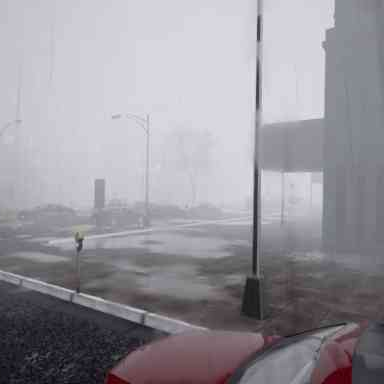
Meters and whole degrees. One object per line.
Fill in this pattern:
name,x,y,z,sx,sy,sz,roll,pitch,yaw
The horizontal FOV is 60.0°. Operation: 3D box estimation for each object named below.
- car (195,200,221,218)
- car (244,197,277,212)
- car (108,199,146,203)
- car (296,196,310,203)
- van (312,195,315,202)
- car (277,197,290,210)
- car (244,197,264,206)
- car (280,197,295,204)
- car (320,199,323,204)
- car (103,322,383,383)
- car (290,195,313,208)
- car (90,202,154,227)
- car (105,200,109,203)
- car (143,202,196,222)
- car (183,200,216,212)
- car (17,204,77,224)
car,1.294,1.775,32.626,1.802,1.307,4.206,1,0,36
car,8.493,1.566,42.520,2.192,1.841,5.009,1,0,36
car,-5.376,1.633,33.533,2.033,1.411,5.357,1,0,36
car,27.812,1.858,83.202,1.752,1.417,4.829,1,0,36
van,31.196,1.702,87.816,1.690,1.788,3.998,1,0,36
car,11.747,1.717,47.017,1.967,1.590,4.097,1,0,36
car,11.406,1.723,60.816,1.752,1.417,4.829,1,0,36
car,21.350,1.845,74.384,1.947,1.339,4.313,1,0,36
car,28.211,1.937,69.569,1.752,1.417,4.829,1,0,36
car,1.132,1.582,2.053,4.206,1.307,1.802,0,1,35
car,18.267,1.770,56.001,1.967,1.590,4.097,1,0,36
car,-5.185,1.693,23.784,2.008,1.369,4.403,1,0,36
car,-8.284,1.477,34.166,1.967,1.590,4.097,1,0,36
car,-1.944,1.733,28.206,1.947,1.339,4.313,1,0,36
car,1.017,1.737,42.239,1.895,1.301,4.718,1,0,36
car,-11.108,1.604,25.710,1.994,1.385,4.181,1,0,36
